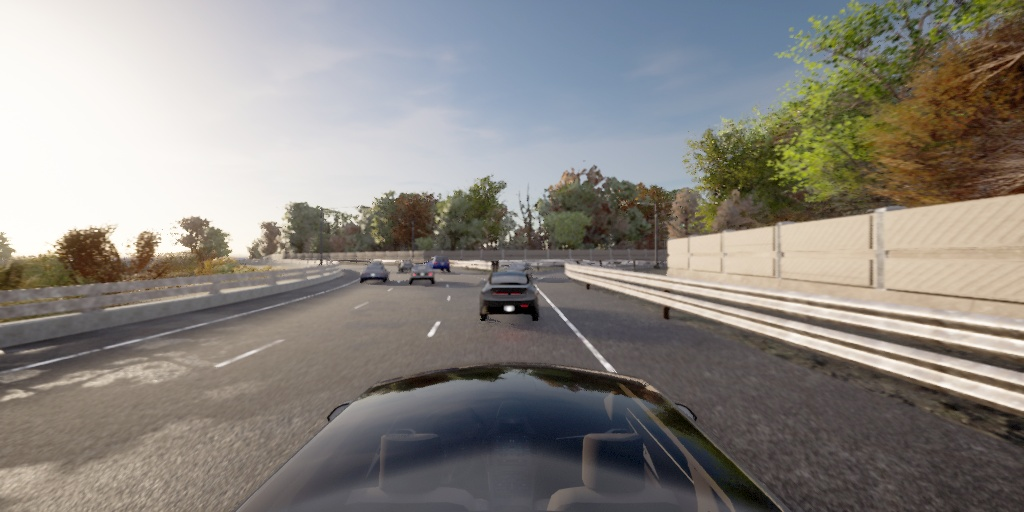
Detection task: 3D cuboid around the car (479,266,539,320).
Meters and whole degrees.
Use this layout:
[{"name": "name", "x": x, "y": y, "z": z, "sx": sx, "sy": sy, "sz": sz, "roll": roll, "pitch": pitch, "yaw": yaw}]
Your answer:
[{"name": "car", "x": -0.094, "y": 1.265, "z": 12.666, "sx": 1.837, "sy": 1.490, "sz": 4.892, "roll": 0, "pitch": 0, "yaw": 0}]

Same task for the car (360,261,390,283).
[{"name": "car", "x": -11.013, "y": 1.387, "z": 29.010, "sx": 1.994, "sy": 1.385, "sz": 4.181, "roll": 0, "pitch": 0, "yaw": -15}]

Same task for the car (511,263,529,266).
[{"name": "car", "x": 0.770, "y": 1.323, "z": 32.040, "sx": 2.033, "sy": 1.411, "sz": 5.357, "roll": 0, "pitch": 0, "yaw": 11}]

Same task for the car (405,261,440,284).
[{"name": "car", "x": -6.971, "y": 1.352, "z": 27.767, "sx": 2.033, "sy": 1.411, "sz": 5.357, "roll": 0, "pitch": 0, "yaw": -15}]

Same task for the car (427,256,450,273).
[{"name": "car", "x": -9.347, "y": 1.053, "z": 45.428, "sx": 2.150, "sy": 2.045, "sz": 5.566, "roll": 0, "pitch": 0, "yaw": -23}]

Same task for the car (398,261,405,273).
[{"name": "car", "x": -13.664, "y": 1.342, "z": 46.463, "sx": 2.128, "sy": 1.511, "sz": 4.902, "roll": 0, "pitch": 0, "yaw": -24}]

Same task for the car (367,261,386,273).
[{"name": "car", "x": -17.941, "y": 1.375, "z": 47.245, "sx": 1.837, "sy": 1.490, "sz": 4.892, "roll": 0, "pitch": 0, "yaw": -27}]
